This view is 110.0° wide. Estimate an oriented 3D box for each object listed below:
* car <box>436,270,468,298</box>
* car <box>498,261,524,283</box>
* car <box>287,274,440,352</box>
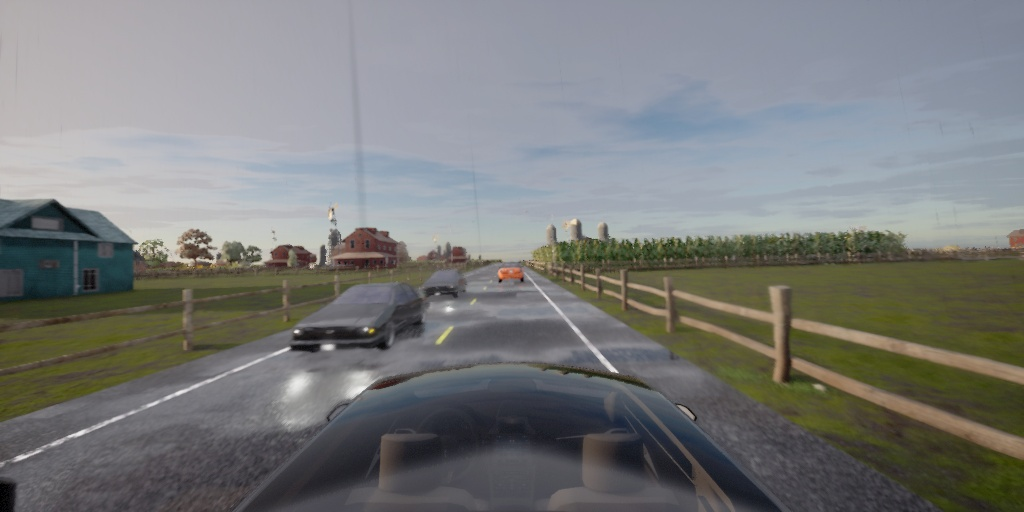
[{"bbox_3d":[-3.656,1.498,20.293,2.033,1.411,5.357,-2,0,0],"label":"car"},{"bbox_3d":[-0.066,1.253,30.429,2.097,1.767,4.553,-2,0,0],"label":"car"},{"bbox_3d":[-3.640,1.443,9.769,2.033,1.411,5.357,-2,0,0],"label":"car"}]
